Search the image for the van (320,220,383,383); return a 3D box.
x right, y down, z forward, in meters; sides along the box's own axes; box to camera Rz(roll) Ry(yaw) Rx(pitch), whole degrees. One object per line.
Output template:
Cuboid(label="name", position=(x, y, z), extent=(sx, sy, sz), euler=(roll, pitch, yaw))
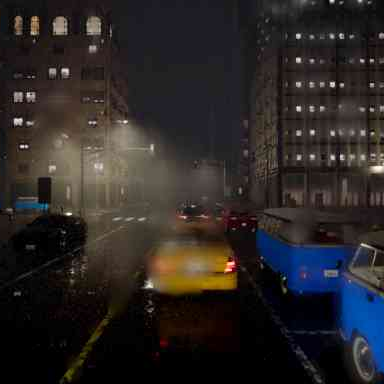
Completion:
Cuboid(label="van", position=(2.703, 1.342, 2.720), extent=(1.690, 1.788, 3.998), euler=(1, 0, 0))

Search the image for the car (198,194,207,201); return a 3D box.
Cuboid(label="car", position=(2.692, 1.394, 85.803), extent=(1.967, 1.590, 4.097), euler=(1, 0, 0))

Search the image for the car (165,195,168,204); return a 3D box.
Cuboid(label="car", position=(-5.684, 1.425, 57.546), extent=(1.967, 1.590, 4.097), euler=(1, 0, 0))

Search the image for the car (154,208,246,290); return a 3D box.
Cuboid(label="car", position=(0.096, 1.458, 9.056), extent=(1.801, 1.575, 5.366), euler=(0, 0, 0))

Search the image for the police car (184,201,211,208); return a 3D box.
Cuboid(label="police car", position=(0.102, 1.505, 19.375), extent=(2.038, 1.542, 4.974), euler=(0, 0, 0))

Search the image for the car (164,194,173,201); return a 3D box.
Cuboid(label="car", position=(-5.687, 1.400, 80.151), extent=(1.967, 1.590, 4.097), euler=(1, 0, 0))

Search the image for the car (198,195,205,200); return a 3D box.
Cuboid(label="car", position=(2.690, 1.472, 91.624), extent=(1.752, 1.417, 4.829), euler=(1, 0, 0))

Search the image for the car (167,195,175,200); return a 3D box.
Cuboid(label="car", position=(-5.690, 1.472, 91.285), extent=(1.752, 1.417, 4.829), euler=(1, 0, 0))

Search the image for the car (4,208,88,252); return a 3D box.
Cuboid(label="car", position=(-5.682, 1.567, 13.878), extent=(1.947, 1.339, 4.313), euler=(1, 0, 0))

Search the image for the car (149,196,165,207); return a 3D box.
Cuboid(label="car", position=(-5.686, 1.572, 51.893), extent=(1.802, 1.307, 4.206), euler=(1, 0, 0))

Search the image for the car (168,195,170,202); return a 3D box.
Cuboid(label="car", position=(-5.687, 1.560, 63.196), extent=(1.802, 1.307, 4.206), euler=(1, 0, 0))

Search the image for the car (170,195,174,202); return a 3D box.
Cuboid(label="car", position=(-5.688, 1.517, 74.499), extent=(2.008, 1.369, 4.403), euler=(1, 0, 0))

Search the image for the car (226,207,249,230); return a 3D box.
Cuboid(label="car", position=(2.698, 1.545, 19.450), extent=(1.887, 1.381, 4.507), euler=(1, 0, 0))

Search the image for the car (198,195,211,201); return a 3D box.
Cuboid(label="car", position=(2.693, 1.529, 63.196), extent=(2.008, 1.369, 4.403), euler=(1, 0, 0))

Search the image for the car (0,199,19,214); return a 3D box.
Cuboid(label="car", position=(-19.847, 1.620, 32.380), extent=(4.403, 1.369, 2.008), euler=(0, 0, 1))

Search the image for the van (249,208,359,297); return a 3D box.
Cuboid(label="van", position=(2.702, 1.343, 8.296), extent=(1.690, 1.788, 3.998), euler=(1, 0, 0))

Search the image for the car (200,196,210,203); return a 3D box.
Cuboid(label="car", position=(2.693, 1.517, 68.848), extent=(1.887, 1.381, 4.507), euler=(1, 0, 0))

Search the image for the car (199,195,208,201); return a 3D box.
Cuboid(label="car", position=(2.691, 1.510, 80.150), extent=(2.008, 1.369, 4.403), euler=(1, 0, 0))

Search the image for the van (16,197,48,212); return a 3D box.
Cuboid(label="van", position=(-19.740, 1.524, 40.761), extent=(3.998, 1.788, 1.690), euler=(0, 0, 1))
